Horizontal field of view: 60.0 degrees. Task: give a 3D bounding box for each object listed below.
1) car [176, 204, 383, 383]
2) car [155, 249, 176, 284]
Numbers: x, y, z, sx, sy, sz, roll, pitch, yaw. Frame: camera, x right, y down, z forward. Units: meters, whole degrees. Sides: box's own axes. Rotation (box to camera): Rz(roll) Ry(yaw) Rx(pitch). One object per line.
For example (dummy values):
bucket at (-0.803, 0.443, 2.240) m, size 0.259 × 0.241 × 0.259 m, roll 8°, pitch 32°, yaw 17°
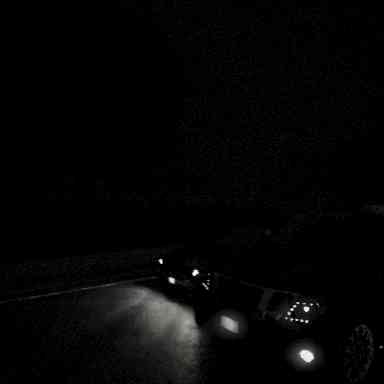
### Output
car at (2.701, 1.253, 5.612) m, size 5.566 × 2.045 × 2.150 m, roll 0°, pitch 0°, yaw -35°
car at (1.724, 1.586, 8.908) m, size 5.357 × 1.411 × 2.033 m, roll 0°, pitch 0°, yaw -36°
